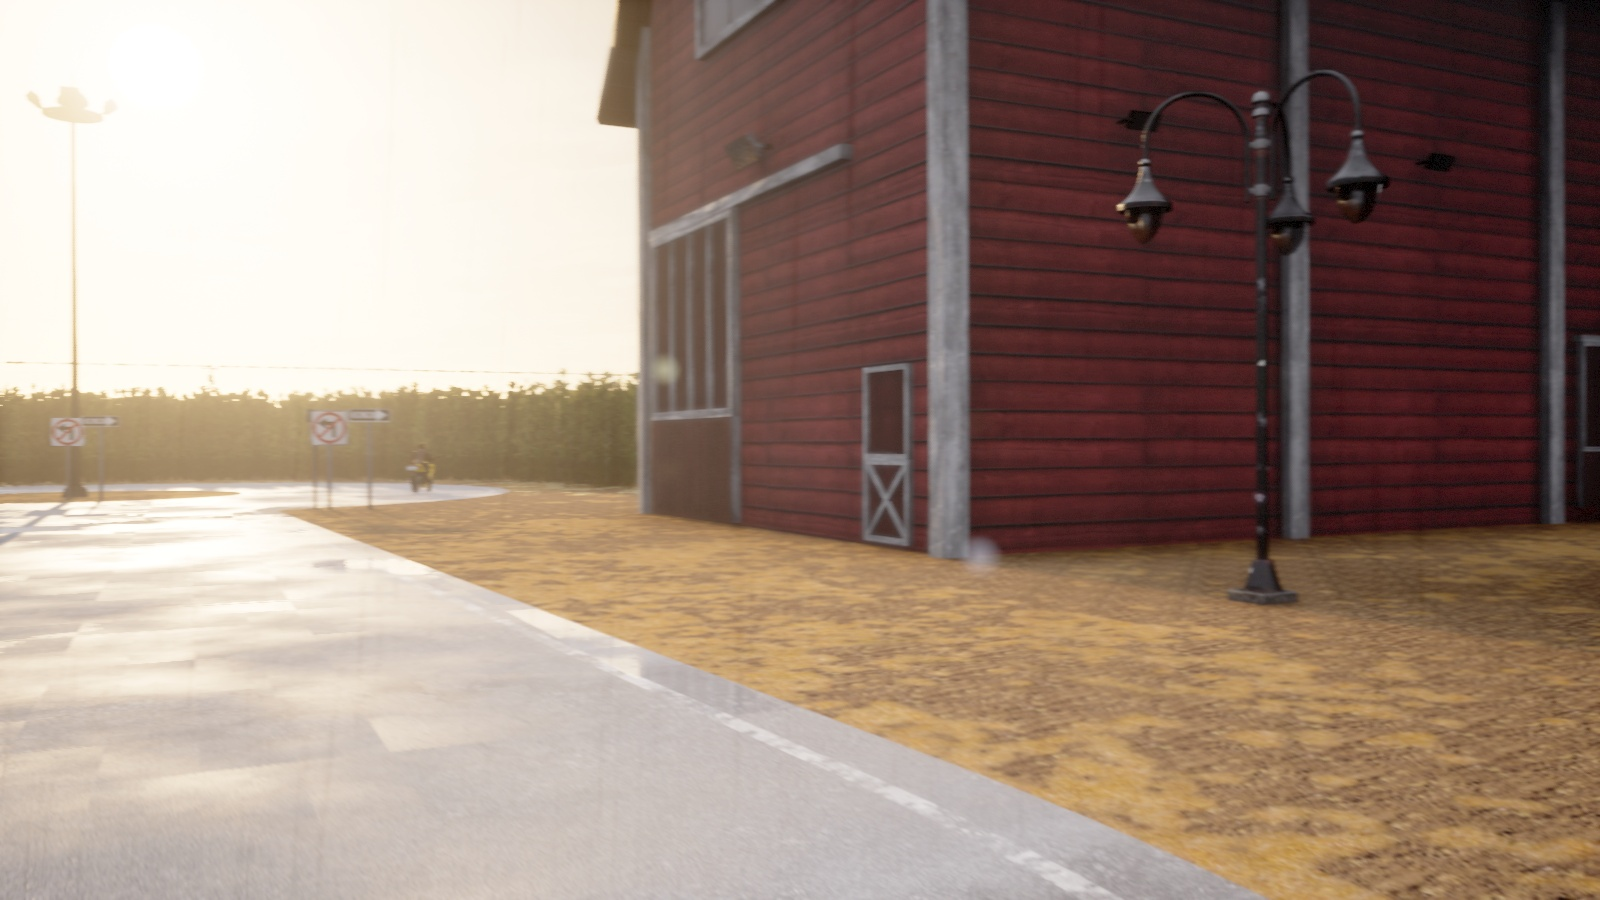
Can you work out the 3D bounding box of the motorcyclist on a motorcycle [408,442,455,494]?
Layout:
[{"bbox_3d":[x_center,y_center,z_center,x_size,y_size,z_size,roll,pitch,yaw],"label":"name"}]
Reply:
[{"bbox_3d":[-11.269,0.540,38.484,0.797,1.523,2.044,-2,0,0],"label":"motorcyclist on a motorcycle"}]
